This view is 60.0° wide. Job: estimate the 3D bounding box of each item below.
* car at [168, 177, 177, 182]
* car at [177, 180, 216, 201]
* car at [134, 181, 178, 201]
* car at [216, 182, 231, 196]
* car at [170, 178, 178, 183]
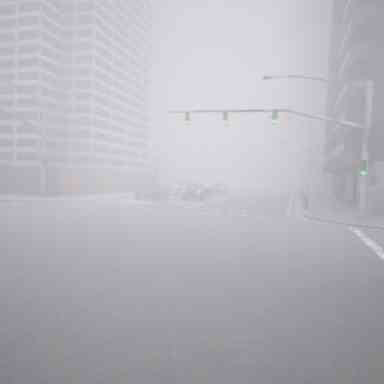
[{"bbox_3d":[-2.228,-2.119,77.006,4.892,1.490,1.837,3,3,17],"label":"car"},{"bbox_3d":[0.546,-0.119,32.743,2.097,1.767,4.553,3,3,18],"label":"car"},{"bbox_3d":[-3.519,-0.023,31.516,2.033,1.411,5.357,3,3,17],"label":"car"},{"bbox_3d":[3.520,-0.432,42.228,2.097,1.767,4.553,3,3,18],"label":"car"},{"bbox_3d":[-0.620,-0.522,40.743,2.097,1.767,4.553,3,3,17],"label":"car"}]
